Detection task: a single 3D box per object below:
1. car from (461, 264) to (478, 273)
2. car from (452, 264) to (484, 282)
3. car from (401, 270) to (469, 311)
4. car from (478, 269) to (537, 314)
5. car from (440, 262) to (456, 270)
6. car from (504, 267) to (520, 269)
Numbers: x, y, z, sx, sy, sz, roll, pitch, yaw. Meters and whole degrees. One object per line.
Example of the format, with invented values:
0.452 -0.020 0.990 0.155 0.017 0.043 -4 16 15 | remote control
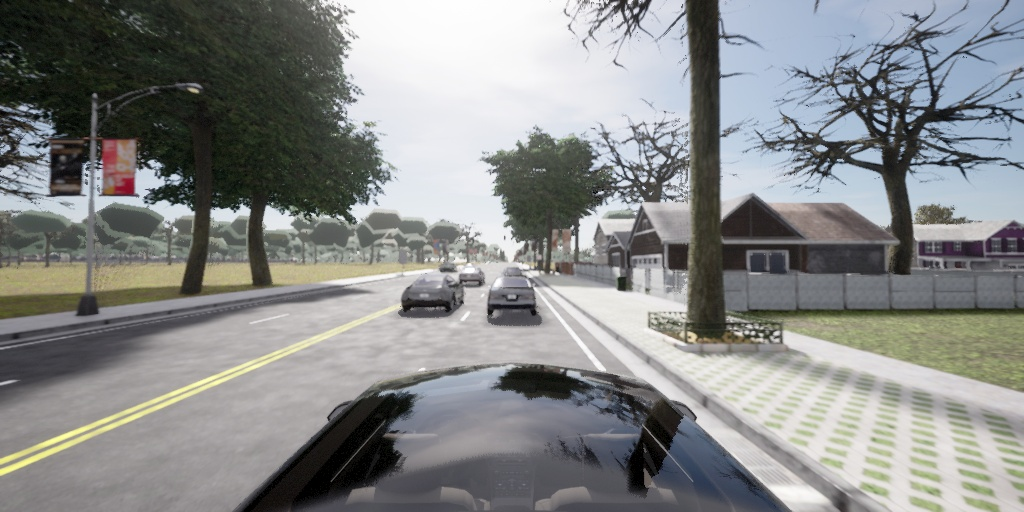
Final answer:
-6.545 1.908 55.486 1.994 1.385 4.181 0 -1 0 | car
-3.252 1.598 29.399 2.033 1.411 5.357 0 -1 0 | car
-3.237 1.459 15.322 1.994 1.385 4.181 0 -1 0 | car
0.004 1.432 14.400 2.033 1.411 5.357 0 -1 0 | car
-9.794 1.695 55.517 2.097 1.767 4.553 0 -1 0 | car
-0.003 1.598 29.407 2.033 1.411 5.357 0 -1 0 | car
